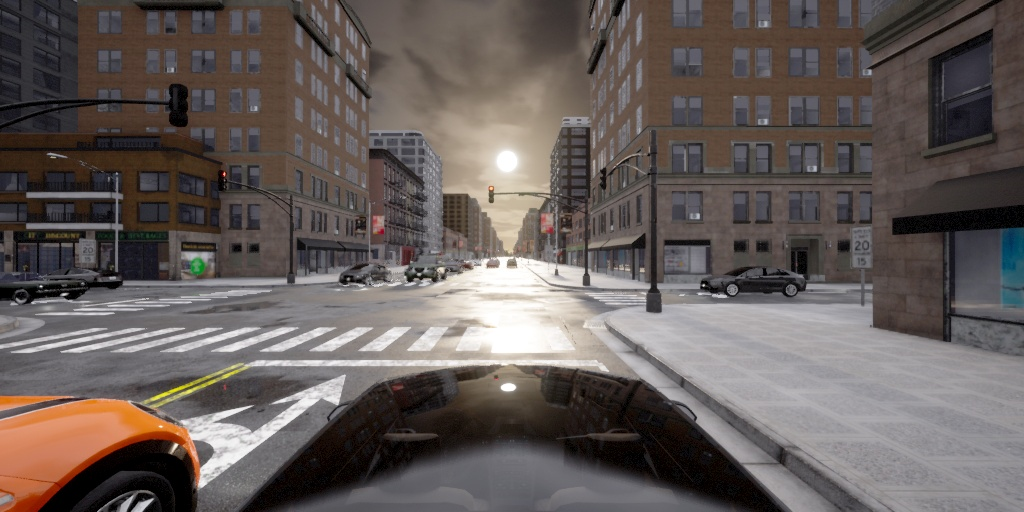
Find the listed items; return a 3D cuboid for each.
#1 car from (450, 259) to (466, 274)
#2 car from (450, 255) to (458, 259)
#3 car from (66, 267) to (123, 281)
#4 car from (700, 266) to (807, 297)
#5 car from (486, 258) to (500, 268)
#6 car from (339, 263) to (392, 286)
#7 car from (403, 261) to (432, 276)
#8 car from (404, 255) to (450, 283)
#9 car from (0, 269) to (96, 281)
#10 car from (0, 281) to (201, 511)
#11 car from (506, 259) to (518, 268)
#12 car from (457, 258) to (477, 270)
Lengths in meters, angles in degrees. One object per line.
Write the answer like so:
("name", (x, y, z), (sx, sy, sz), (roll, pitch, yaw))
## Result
("car", (-6.676, 1.310, 40.246), (1.994, 1.385, 4.181), (0, 0, 0))
("car", (-9.907, 0.966, 52.090), (2.150, 2.045, 5.566), (0, 0, 3))
("car", (-25.411, 1.330, 20.955), (4.313, 1.339, 1.948), (0, 0, 0))
("car", (12.424, 1.294, 18.639), (4.892, 1.490, 1.837), (0, 0, 1))
("car", (-3.369, 1.304, 61.948), (1.994, 1.385, 4.181), (0, 0, 0))
("car", (-10.284, 1.258, 25.546), (1.837, 1.490, 4.892), (1, 0, 7))
("car", (-9.918, 1.273, 37.890), (1.812, 1.442, 4.674), (0, 0, 0))
("car", (-6.645, 0.970, 28.418), (2.150, 2.045, 5.566), (0, 0, 0))
("car", (-21.516, 1.345, 15.462), (4.718, 1.301, 1.895), (0, 0, 0))
("car", (-3.237, 1.102, 0.601), (2.097, 1.767, 4.553), (0, 0, 0))
("car", (-0.021, 1.245, 63.086), (1.837, 1.490, 4.892), (0, 0, 0))
("car", (-6.691, 1.344, 52.009), (1.895, 1.301, 4.718), (0, 0, 0))
